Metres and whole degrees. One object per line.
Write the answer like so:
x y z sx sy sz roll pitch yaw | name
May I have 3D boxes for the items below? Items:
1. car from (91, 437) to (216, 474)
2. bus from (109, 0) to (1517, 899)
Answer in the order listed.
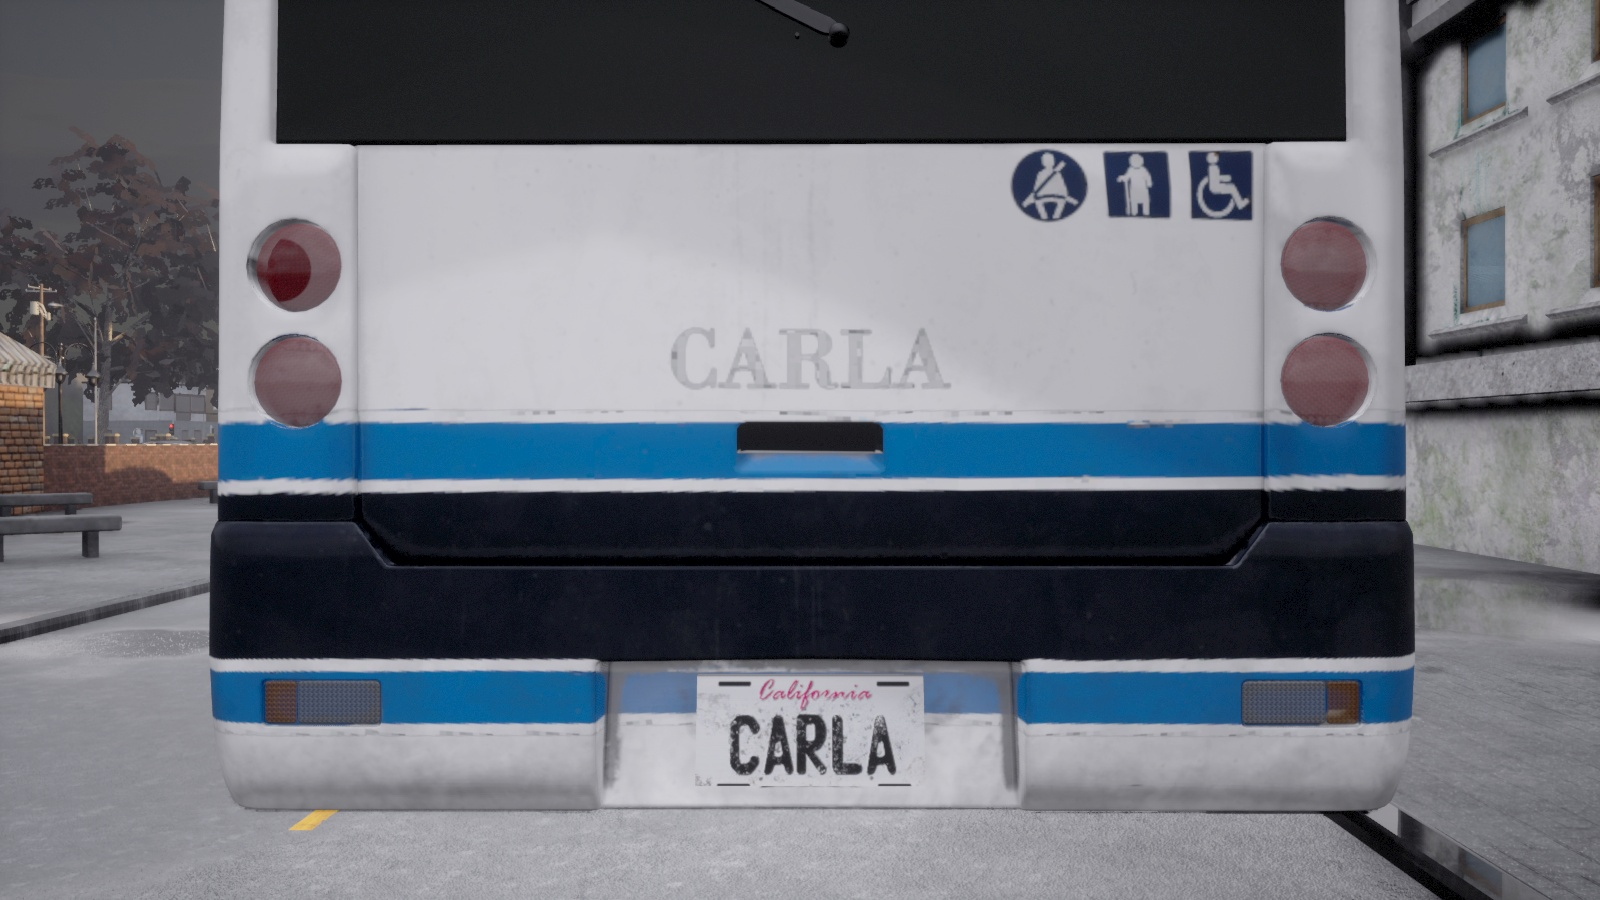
-29.674 0.241 57.755 4.611 1.667 2.242 0 0 -2 | car
0.062 -0.679 8.658 3.944 4.253 10.273 0 0 0 | bus
